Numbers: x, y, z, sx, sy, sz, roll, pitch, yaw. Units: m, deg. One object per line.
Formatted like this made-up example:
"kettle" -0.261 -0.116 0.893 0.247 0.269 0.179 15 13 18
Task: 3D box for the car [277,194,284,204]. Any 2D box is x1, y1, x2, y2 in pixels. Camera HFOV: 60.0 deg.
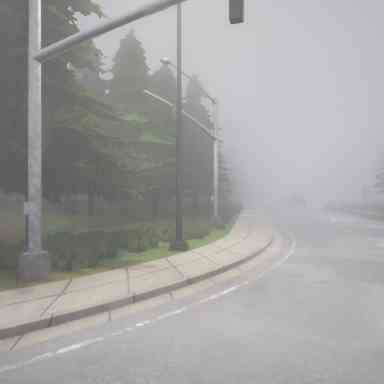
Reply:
"car" 17.781 1.352 62.277 2.097 1.767 4.553 0 0 8

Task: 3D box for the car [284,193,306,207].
"car" 16.340 1.221 52.037 2.150 2.045 5.566 0 0 8
